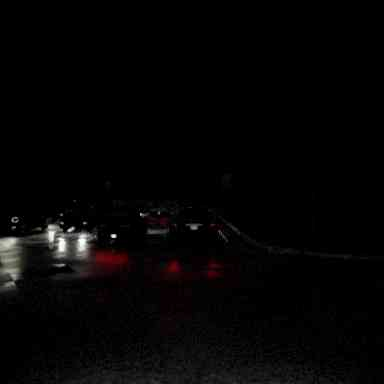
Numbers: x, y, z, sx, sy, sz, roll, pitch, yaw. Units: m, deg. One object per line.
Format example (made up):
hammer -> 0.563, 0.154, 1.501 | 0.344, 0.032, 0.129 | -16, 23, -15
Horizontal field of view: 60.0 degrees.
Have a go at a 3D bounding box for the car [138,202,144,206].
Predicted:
car -> -7.203, 1.956, 42.995 | 2.033, 1.411, 5.357 | 0, 0, -1

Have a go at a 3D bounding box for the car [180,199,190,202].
car -> -0.004, 1.860, 36.842 | 2.128, 1.511, 4.902 | 0, 0, -1

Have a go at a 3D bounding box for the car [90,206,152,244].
car -> -3.418, 1.686, 16.916 | 1.837, 1.490, 4.892 | 0, -1, 0

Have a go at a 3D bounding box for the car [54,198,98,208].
car -> -10.593, 1.532, 29.802 | 2.150, 2.045, 5.566 | 0, -1, 0

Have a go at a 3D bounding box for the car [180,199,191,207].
car -> -1.284, 2.019, 62.161 | 1.812, 1.442, 4.674 | 0, 0, -5

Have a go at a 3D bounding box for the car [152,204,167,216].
car -> -3.511, 1.974, 37.528 | 1.895, 1.301, 4.718 | 0, 0, -1

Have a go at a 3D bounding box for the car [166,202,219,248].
car -> 0.083, 1.520, 15.784 | 2.097, 1.767, 4.553 | 0, -1, 0

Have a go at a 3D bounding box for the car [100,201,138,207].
car -> -7.081, 1.882, 32.568 | 2.033, 1.411, 5.357 | 0, 0, 1

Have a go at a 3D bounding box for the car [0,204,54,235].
car -> -10.615, 1.570, 20.359 | 2.097, 1.767, 4.553 | 0, -1, 0

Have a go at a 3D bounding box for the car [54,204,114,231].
car -> -7.118, 1.787, 22.500 | 2.033, 1.411, 5.357 | 0, -1, 0

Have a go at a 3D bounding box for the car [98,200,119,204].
car -> -10.635, 1.882, 40.021 | 2.128, 1.511, 4.902 | 0, 0, -1
